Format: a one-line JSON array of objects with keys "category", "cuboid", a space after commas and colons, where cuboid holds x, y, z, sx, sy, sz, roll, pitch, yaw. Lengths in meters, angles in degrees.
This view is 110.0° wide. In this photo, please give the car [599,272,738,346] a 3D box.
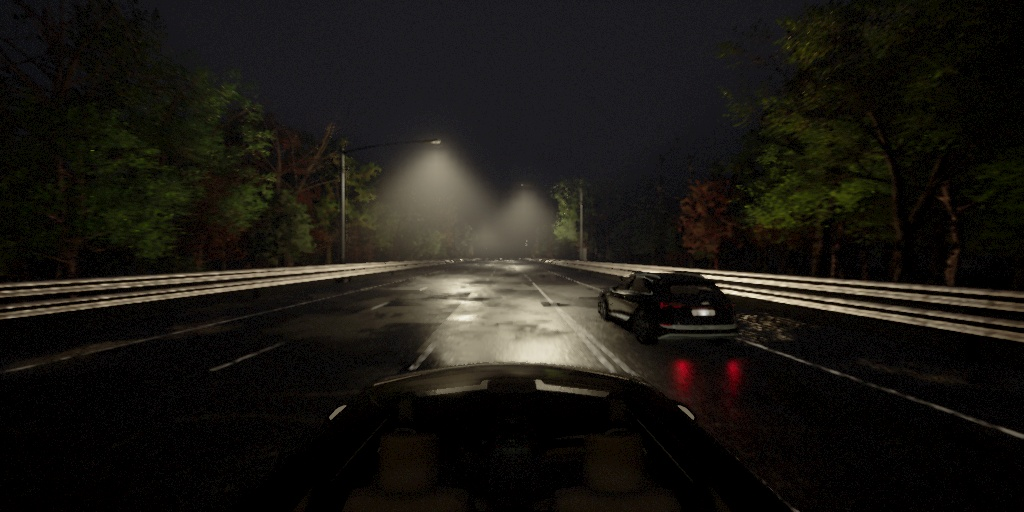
[{"category": "car", "cuboid": [3.782, 1.215, 9.470, 2.033, 1.649, 4.856, 0, 0, -2]}]
